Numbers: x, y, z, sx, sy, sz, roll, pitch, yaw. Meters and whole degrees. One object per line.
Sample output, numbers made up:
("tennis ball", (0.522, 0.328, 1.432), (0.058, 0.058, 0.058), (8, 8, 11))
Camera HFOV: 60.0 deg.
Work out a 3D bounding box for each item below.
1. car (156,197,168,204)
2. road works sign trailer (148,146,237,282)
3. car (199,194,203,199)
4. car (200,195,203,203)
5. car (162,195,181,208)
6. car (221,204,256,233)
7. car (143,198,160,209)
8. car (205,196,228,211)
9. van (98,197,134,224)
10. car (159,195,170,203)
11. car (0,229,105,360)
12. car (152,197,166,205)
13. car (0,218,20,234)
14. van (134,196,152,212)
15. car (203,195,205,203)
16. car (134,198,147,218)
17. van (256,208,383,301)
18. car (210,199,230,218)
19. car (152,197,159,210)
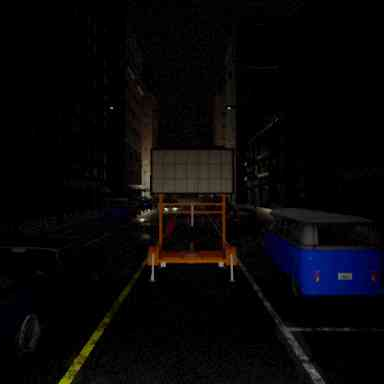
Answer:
("car", (-5.606, 1.583, 63.088), (1.802, 1.307, 4.206), (0, 0, 0))
("road works sign trailer", (0.010, 0.463, 9.747), (2.380, 3.560, 2.880), (0, 0, 0))
("car", (2.925, 1.569, 68.581), (1.947, 1.339, 4.313), (0, 0, 0))
("car", (2.914, 1.550, 57.578), (2.008, 1.369, 4.403), (0, 0, 0))
("car", (-3.047, 1.544, 48.723), (2.033, 1.411, 5.357), (0, 0, 0))
("car", (2.876, 1.579, 19.069), (1.802, 1.307, 4.206), (0, 0, 0))
("car", (-5.622, 1.579, 46.584), (1.802, 1.307, 4.206), (0, 0, 0))
("car", (2.892, 1.311, 35.572), (2.192, 1.841, 5.009), (0, 0, 0))
("van", (-5.645, 1.337, 24.580), (1.690, 1.788, 3.998), (0, 0, 0))
("car", (-5.601, 1.443, 68.590), (1.967, 1.590, 4.097), (0, 0, 0))
("car", (-3.094, 1.600, 6.067), (1.895, 1.301, 4.718), (0, 0, 0))
("car", (-5.611, 1.565, 57.587), (1.947, 1.339, 4.313), (0, 0, 0))
("car", (-5.661, 1.439, 8.075), (1.967, 1.590, 4.097), (0, 0, 0))
("van", (-5.634, 1.337, 35.581), (1.690, 1.788, 3.998), (0, 0, 0))
("car", (2.903, 1.437, 46.575), (1.967, 1.590, 4.097), (0, 0, 0))
("car", (-5.639, 1.546, 30.080), (2.008, 1.369, 4.403), (0, 0, 0))
("van", (2.864, 1.340, 8.066), (1.690, 1.788, 3.998), (0, 0, 0))
("car", (2.887, 1.577, 30.071), (1.802, 1.307, 4.206), (0, 0, 0))
("car", (-5.628, 1.562, 41.083), (1.947, 1.339, 4.313), (0, 0, 0))
